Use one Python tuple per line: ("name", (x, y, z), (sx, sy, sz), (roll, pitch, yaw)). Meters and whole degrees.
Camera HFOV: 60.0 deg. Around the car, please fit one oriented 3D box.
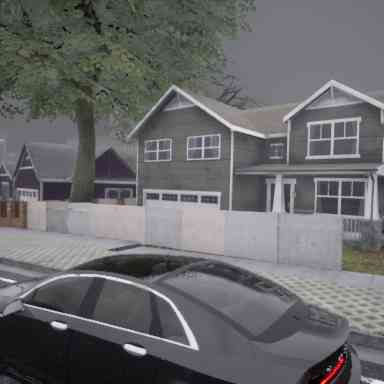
("car", (-0.761, 1.502, 3.912), (4.892, 1.490, 1.837), (0, 0, 33))
